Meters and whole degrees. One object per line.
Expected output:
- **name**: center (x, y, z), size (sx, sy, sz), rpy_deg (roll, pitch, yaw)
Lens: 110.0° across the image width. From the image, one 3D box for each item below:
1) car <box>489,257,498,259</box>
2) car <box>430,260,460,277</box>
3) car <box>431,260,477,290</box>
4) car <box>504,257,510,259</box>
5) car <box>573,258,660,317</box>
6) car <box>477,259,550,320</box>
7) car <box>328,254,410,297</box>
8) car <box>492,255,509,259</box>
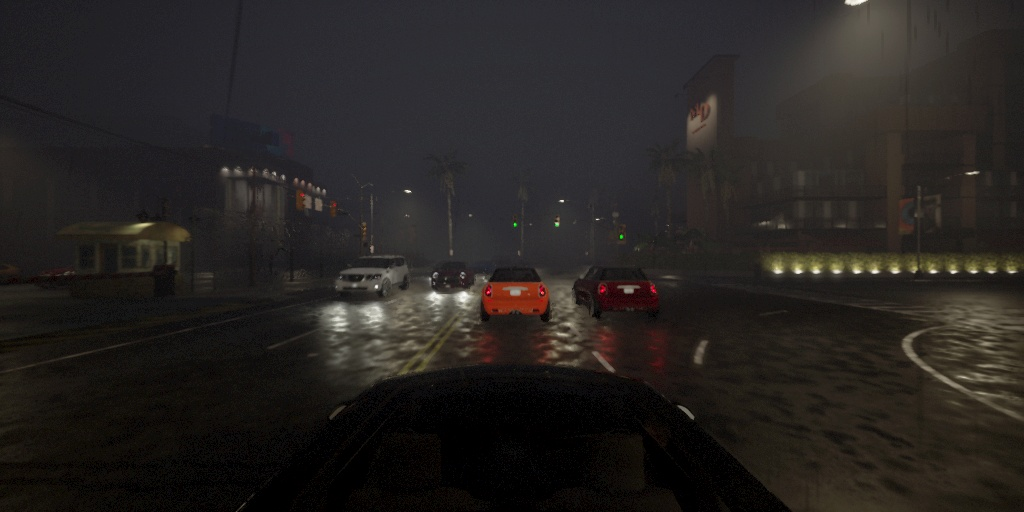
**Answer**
- **car**: center (-3.095, 1.199, 37.809), size (1.882, 1.535, 5.008), rpy_deg (0, 0, 6)
- **car**: center (-6.672, 1.228, 36.172), size (1.837, 1.490, 4.892), rpy_deg (0, 0, 4)
- **car**: center (-3.556, 1.085, 22.247), size (2.097, 1.767, 4.553), rpy_deg (0, 0, 0)
- **car**: center (1.069, 1.235, 52.630), size (1.812, 1.442, 4.674), rpy_deg (0, 0, 27)
- **car**: center (3.601, 1.093, 13.181), size (2.097, 1.767, 4.553), rpy_deg (0, 0, 0)
- **car**: center (0.101, 1.093, 12.651), size (2.097, 1.767, 4.553), rpy_deg (0, 0, 0)
- **car**: center (-7.086, 0.957, 18.923), size (2.150, 2.045, 5.566), rpy_deg (0, 0, 0)
- **car**: center (-2.059, 0.932, 54.263), size (2.150, 2.045, 5.566), rpy_deg (0, 0, 27)
